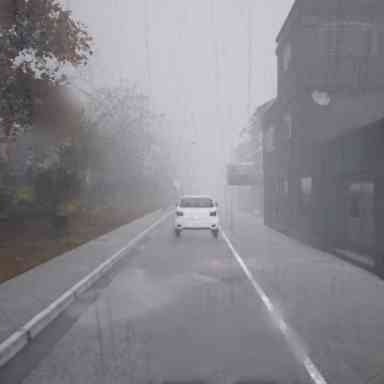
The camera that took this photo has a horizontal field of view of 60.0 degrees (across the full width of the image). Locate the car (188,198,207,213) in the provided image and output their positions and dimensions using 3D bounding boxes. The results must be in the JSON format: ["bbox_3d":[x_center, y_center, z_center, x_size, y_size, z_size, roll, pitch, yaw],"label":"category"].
[{"bbox_3d":[0.637,1.442,36.866,2.033,1.411,5.357,0,0,1],"label":"car"}]

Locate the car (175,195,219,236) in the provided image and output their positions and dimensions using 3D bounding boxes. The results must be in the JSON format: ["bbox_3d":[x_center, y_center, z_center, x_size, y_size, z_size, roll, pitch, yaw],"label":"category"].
[{"bbox_3d":[0.250,1.172,18.100,2.150,2.045,5.566,0,0,1],"label":"car"}]
